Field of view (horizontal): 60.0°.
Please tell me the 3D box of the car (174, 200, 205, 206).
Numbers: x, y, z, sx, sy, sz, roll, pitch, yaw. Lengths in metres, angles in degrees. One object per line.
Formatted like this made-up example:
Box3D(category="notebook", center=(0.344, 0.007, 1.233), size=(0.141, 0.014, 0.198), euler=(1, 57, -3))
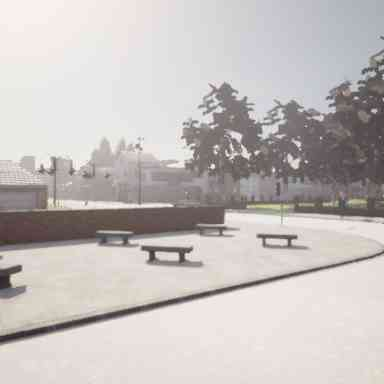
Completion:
Box3D(category="car", center=(0.011, 1.536, 33.304), size=(2.128, 1.511, 4.902), euler=(0, 0, -35))
